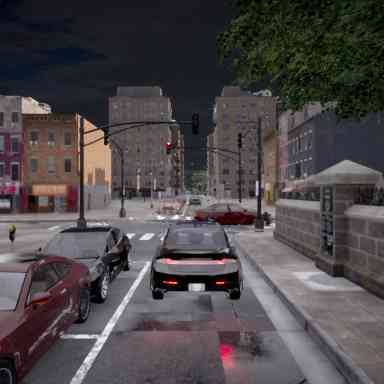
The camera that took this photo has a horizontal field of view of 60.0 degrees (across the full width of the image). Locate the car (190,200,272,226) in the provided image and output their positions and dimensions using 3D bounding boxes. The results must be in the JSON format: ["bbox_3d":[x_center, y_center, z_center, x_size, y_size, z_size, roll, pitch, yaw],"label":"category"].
[{"bbox_3d":[2.544,1.451,21.149,5.008,1.535,1.882,-1,0,0],"label":"car"}]

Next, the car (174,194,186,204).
[{"bbox_3d":[-2.212,1.340,63.825,2.097,1.767,4.553,0,0,0],"label":"car"}]

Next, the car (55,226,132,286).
[{"bbox_3d":[-2.629,1.566,8.200,1.947,1.339,4.313,0,0,0],"label":"car"}]

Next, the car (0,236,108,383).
[{"bbox_3d":[-2.632,1.582,4.538,1.802,1.307,4.206,0,0,0],"label":"car"}]

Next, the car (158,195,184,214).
[{"bbox_3d":[-2.287,1.346,34.776,2.097,1.767,4.553,0,0,1],"label":"car"}]

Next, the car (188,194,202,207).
[{"bbox_3d":[0.444,1.495,52.552,1.837,1.490,4.892,0,0,0],"label":"car"}]

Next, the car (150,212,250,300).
[{"bbox_3d":[0.093,1.492,8.379,2.128,1.511,4.902,0,0,0],"label":"car"}]
